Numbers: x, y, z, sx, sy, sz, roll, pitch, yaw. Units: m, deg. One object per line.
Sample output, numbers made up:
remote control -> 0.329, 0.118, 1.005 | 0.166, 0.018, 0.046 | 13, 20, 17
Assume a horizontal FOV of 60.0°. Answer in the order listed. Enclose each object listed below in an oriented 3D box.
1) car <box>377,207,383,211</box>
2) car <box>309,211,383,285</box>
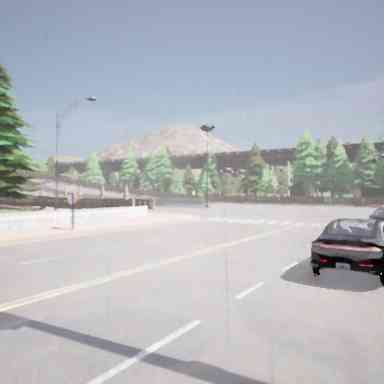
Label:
car -> 12.255, 1.606, 20.252 | 2.033, 1.411, 5.357 | 0, 0, 43
car -> 4.853, 1.515, 9.709 | 2.128, 1.511, 4.902 | 0, 0, 34
